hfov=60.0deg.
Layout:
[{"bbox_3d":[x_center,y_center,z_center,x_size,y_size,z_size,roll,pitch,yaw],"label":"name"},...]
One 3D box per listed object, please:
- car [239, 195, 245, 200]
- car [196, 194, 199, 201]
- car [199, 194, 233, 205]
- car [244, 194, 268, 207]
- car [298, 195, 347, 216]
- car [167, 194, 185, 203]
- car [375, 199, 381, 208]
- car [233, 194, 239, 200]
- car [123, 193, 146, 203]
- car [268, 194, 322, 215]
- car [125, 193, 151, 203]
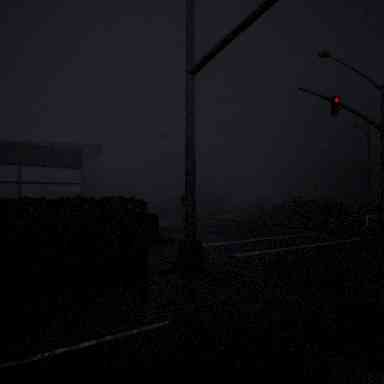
[{"bbox_3d":[13.395,1.154,72.853,5.027,1.636,2.152,0,0,-35],"label":"car"},{"bbox_3d":[1.567,1.298,76.863,4.514,1.523,2.007,0,0,-35],"label":"car"},{"bbox_3d":[3.944,1.298,54.826,4.514,1.523,2.007,0,0,-35],"label":"car"},{"bbox_3d":[9.654,1.320,46.625,3.633,1.501,1.845,0,0,-35],"label":"car"},{"bbox_3d":[12.030,1.340,29.984,4.514,1.523,2.007,0,0,-35],"label":"car"},{"bbox_3d":[-2.634,1.097,65.428,4.605,1.855,1.932,0,0,-35],"label":"car"},{"bbox_3d":[25.542,1.384,43.130,3.806,1.475,1.970,0,0,-35],"label":"car"},{"bbox_3d":[9.441,1.232,77.918,3.806,1.475,1.970,0,0,-35],"label":"car"},{"bbox_3d":[-10.961,1.077,63.595,3.866,1.878,1.905,0,0,-35],"label":"car"},{"bbox_3d":[10.184,1.330,32.521,5.027,1.636,2.152,0,0,-35],"label":"car"},{"bbox_3d":[-9.550,1.361,60.523,3.806,1.475,1.970,0,0,-35],"label":"car"}]
